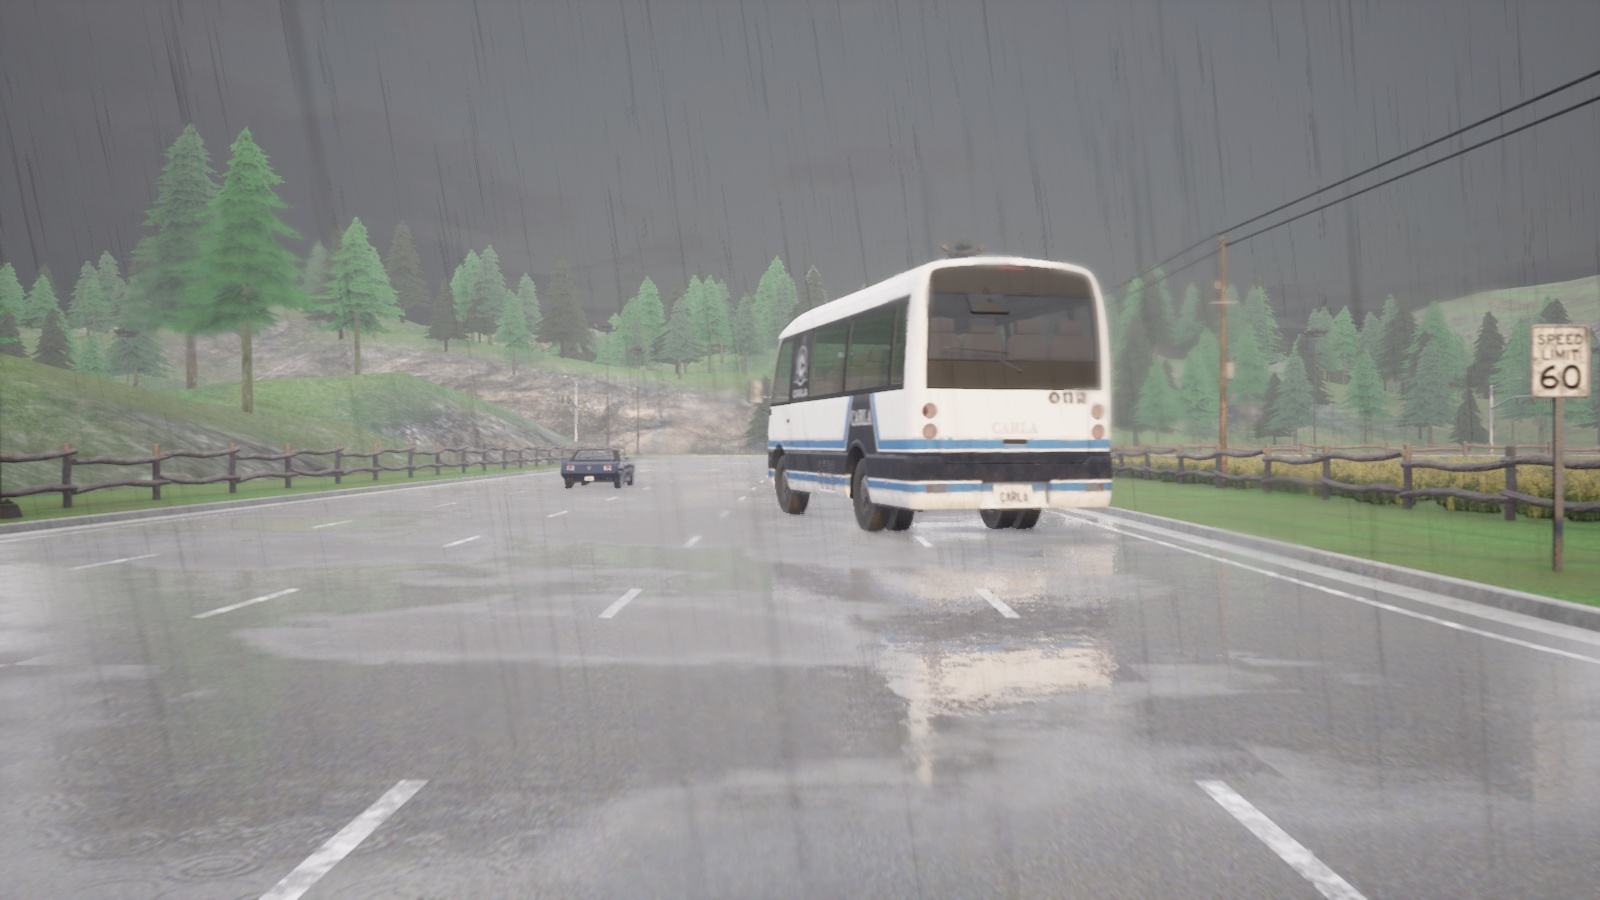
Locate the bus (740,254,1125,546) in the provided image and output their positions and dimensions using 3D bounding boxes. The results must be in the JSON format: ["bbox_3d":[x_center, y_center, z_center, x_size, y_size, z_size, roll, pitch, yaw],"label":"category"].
[{"bbox_3d":[1.813,-0.763,23.741,3.944,4.253,10.273,0,0,-14],"label":"bus"}]

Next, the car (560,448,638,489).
[{"bbox_3d":[-6.745,0.601,42.587,1.895,1.301,4.718,0,0,0],"label":"car"}]
